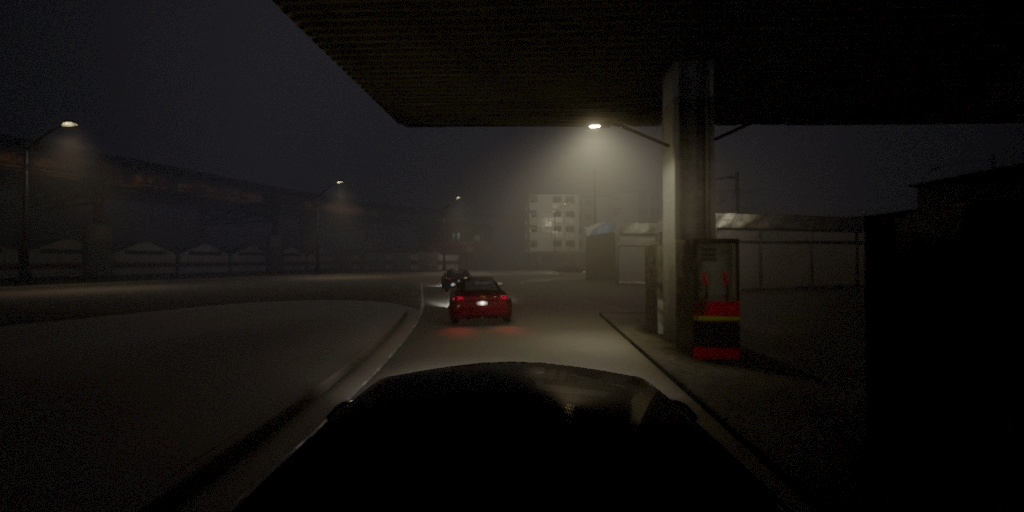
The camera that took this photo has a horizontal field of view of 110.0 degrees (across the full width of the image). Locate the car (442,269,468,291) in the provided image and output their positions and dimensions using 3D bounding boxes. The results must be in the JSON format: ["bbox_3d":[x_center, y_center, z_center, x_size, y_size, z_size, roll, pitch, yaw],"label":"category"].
[{"bbox_3d":[-3.683,1.550,24.197,1.994,1.385,4.181,0,-1,-13],"label":"car"}]

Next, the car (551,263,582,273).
[{"bbox_3d":[8.121,1.828,52.198,4.181,1.385,1.994,0,-1,-10],"label":"car"}]

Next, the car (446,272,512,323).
[{"bbox_3d":[-1.225,1.427,12.782,1.994,1.385,4.181,0,-1,-9],"label":"car"}]

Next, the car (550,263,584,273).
[{"bbox_3d":[8.483,1.808,55.794,4.892,1.490,1.837,1,-1,-9],"label":"car"}]
